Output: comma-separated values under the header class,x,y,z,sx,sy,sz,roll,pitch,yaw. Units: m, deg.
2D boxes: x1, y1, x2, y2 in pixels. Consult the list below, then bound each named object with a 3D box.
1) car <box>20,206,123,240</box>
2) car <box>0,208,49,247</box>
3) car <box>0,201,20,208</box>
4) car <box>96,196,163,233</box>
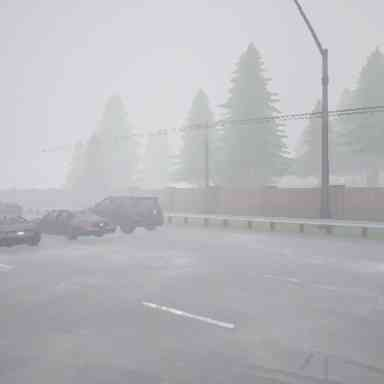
class,x,y,z,sx,sy,sz,roll,pitch,yaw
car,-6.244,1.560,16.921,5.357,1.411,2.033,0,0,36
car,-8.276,1.570,14.072,4.181,1.385,1.994,0,0,36
car,-16.423,1.514,28.481,4.892,1.490,1.837,0,0,36
car,-4.236,1.255,19.788,5.566,2.045,2.150,0,0,36
